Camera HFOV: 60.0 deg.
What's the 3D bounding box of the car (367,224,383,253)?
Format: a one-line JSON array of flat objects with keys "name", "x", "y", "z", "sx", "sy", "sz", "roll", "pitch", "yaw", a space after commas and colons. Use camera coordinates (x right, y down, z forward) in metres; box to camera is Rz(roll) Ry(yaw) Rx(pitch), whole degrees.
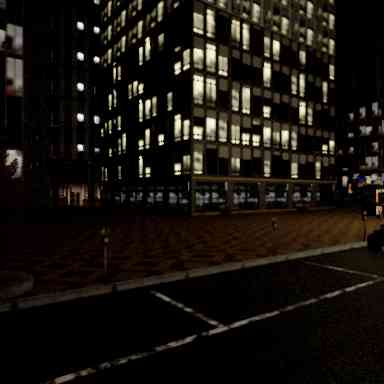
[{"name": "car", "x": 8.384, "y": 1.569, "z": 12.539, "sx": 4.313, "sy": 1.339, "sz": 1.947, "roll": 0, "pitch": 0, "yaw": -35}]
